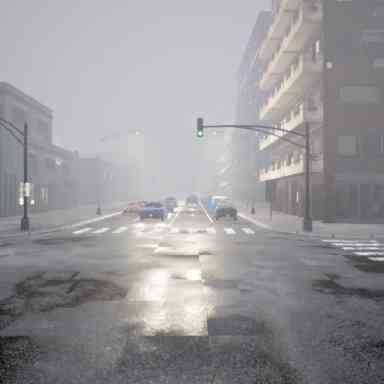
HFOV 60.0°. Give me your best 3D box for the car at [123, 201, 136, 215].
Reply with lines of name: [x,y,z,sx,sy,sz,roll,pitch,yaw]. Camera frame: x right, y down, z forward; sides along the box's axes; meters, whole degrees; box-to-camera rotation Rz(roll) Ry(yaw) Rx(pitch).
car: [-5.663,1.571,33.028,1.802,1.307,4.206,1,0,0]

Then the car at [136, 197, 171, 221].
car: [-3.078,1.470,27.453,1.882,1.535,5.008,0,0,0]

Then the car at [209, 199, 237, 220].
car: [2.715,1.543,27.480,2.008,1.369,4.403,1,0,0]

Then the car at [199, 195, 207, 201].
car: [2.743,1.475,83.288,1.887,1.381,4.507,1,0,0]

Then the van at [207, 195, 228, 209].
van: [2.721,1.330,33.059,1.690,1.788,3.998,1,0,0]

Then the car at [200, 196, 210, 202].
car: [2.737,1.515,72.126,1.947,1.339,4.313,1,0,0]

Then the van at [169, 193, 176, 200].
van: [-5.629,1.252,94.411,1.690,1.788,3.998,1,0,0]

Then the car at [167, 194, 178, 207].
car: [-3.052,1.482,47.390,1.837,1.490,4.892,0,0,1]

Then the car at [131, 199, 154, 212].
car: [-5.660,1.530,38.609,1.887,1.381,4.507,1,0,0]

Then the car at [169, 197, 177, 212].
car: [-3.068,1.550,37.415,1.994,1.385,4.181,0,0,0]

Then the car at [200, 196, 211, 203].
car: [2.734,1.523,66.545,1.947,1.339,4.313,1,0,0]

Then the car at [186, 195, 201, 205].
car: [0.028,1.321,57.352,2.097,1.767,4.553,0,0,0]

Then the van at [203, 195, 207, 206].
van: [2.726,1.323,44.222,1.690,1.788,3.998,1,0,0]

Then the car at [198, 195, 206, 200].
car: [2.748,1.461,94.449,2.008,1.369,4.403,1,0,0]

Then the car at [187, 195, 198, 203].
car: [0.031,1.447,67.389,2.128,1.511,4.902,0,0,0]

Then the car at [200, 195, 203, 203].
car: [2.729,1.496,55.553,1.752,1.417,4.829,1,0,0]
